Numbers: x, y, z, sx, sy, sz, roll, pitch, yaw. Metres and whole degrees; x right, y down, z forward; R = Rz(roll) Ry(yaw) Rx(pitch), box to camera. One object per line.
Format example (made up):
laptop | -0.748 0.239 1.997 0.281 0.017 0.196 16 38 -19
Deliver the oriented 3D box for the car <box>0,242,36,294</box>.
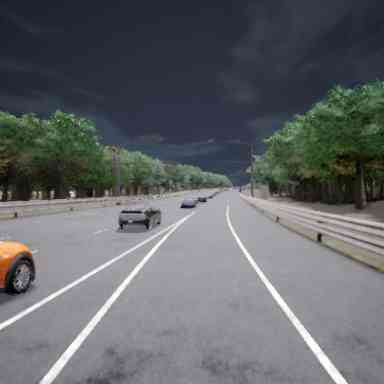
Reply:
car | -4.883 1.340 5.991 2.097 1.767 4.553 0 0 6

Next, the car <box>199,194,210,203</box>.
car | 2.024 1.396 66.850 1.882 1.535 5.008 0 0 6

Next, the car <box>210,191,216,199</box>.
car | 5.193 1.239 94.782 1.895 1.301 4.718 0 1 6

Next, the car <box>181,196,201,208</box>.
car | -0.338 1.514 46.025 1.994 1.385 4.181 0 0 6

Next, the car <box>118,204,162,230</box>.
car | -3.168 1.470 21.072 2.128 1.511 4.902 0 0 6
